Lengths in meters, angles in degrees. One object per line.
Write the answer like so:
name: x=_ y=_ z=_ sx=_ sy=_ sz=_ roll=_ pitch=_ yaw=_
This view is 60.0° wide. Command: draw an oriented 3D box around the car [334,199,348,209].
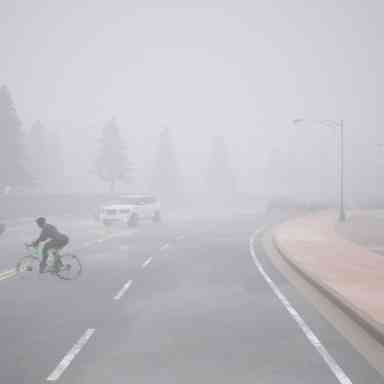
car: x=18.748 y=1.601 z=44.554 sx=4.718 sy=1.301 sz=1.895 roll=0 pitch=0 yaw=-30

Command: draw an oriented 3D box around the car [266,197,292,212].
car: x=10.608 y=1.352 z=38.558 sx=4.553 sy=1.767 sz=2.097 roll=0 pitch=0 yaw=-44

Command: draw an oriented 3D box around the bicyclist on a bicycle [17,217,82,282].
bicyclist on a bicycle: x=-3.600 y=1.455 z=8.340 sx=1.656 sy=1.620 sz=0.582 roll=-2 pitch=0 yaw=2

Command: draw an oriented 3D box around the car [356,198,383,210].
car: x=23.975 y=1.547 z=43.401 sx=5.357 sy=1.411 sz=2.033 roll=0 pitch=0 yaw=-23

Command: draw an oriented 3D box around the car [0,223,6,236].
car: x=-9.712 y=1.601 z=13.071 sx=1.895 sy=1.301 sz=4.718 roll=0 pitch=0 yaw=7

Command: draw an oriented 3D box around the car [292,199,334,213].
car: x=13.284 y=1.601 z=36.423 sx=4.718 sy=1.301 sz=1.895 roll=0 pitch=0 yaw=-43

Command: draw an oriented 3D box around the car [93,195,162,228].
car: x=-3.999 y=1.225 z=22.814 sx=2.150 sy=2.045 sz=5.566 roll=0 pitch=0 yaw=20

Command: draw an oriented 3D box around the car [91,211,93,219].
car: x=-6.088 y=1.506 z=26.998 sx=1.837 sy=1.490 sz=4.892 roll=0 pitch=0 yaw=24
